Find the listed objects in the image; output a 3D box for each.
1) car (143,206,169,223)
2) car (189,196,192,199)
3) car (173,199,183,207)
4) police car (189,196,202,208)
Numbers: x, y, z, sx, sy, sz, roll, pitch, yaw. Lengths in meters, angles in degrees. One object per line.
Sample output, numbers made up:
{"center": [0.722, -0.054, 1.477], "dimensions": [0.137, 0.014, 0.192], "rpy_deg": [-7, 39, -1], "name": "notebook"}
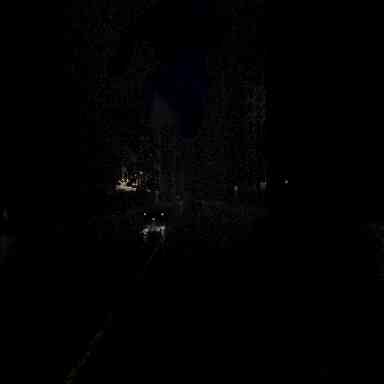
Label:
{"center": [-3.109, 1.904, 29.155], "dimensions": [1.895, 1.301, 4.718], "rpy_deg": [0, -1, 0], "name": "car"}
{"center": [0.876, 2.080, 73.056], "dimensions": [2.150, 2.045, 5.566], "rpy_deg": [0, -1, 0], "name": "car"}
{"center": [-3.024, 2.284, 70.158], "dimensions": [1.882, 1.535, 5.008], "rpy_deg": [0, -1, 0], "name": "car"}
{"center": [0.878, 2.147, 63.134], "dimensions": [1.930, 1.638, 5.238], "rpy_deg": [0, -1, 0], "name": "police car"}
